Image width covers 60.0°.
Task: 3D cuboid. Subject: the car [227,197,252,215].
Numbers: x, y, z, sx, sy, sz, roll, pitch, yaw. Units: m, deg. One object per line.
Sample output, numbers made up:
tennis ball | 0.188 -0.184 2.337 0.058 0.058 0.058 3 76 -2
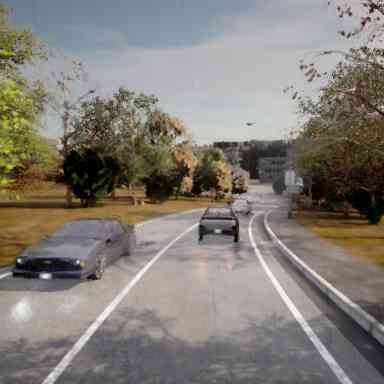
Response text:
car | 5.100 1.514 34.327 1.812 1.442 4.674 1 0 15

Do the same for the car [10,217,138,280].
car | -3.073 1.497 10.104 2.033 1.411 5.357 1 0 5

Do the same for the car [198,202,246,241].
car | 1.421 1.469 16.686 2.128 1.511 4.902 1 0 7

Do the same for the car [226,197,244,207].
car | 6.726 1.517 51.480 1.895 1.301 4.718 2 0 20
